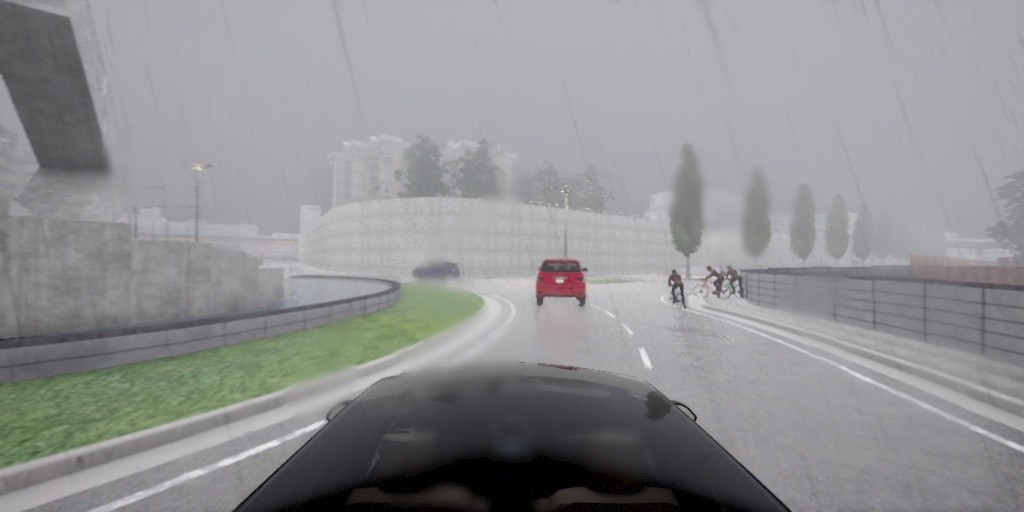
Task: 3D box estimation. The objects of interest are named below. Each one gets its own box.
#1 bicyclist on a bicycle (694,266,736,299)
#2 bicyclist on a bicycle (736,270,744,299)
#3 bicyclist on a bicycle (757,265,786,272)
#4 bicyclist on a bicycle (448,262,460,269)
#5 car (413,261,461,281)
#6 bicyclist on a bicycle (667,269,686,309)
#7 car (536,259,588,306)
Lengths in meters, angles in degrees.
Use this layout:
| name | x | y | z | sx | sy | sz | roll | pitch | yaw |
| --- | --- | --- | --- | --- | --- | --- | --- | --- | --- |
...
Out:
| name | x | y | z | sx | sy | sz | roll | pitch | yaw |
| --- | --- | --- | --- | --- | --- | --- | --- | --- | --- |
| bicyclist on a bicycle | 9.828 | 1.299 | 17.575 | 1.656 | 1.620 | 0.582 | 0 | -1 | 23 |
| bicyclist on a bicycle | 11.194 | 1.320 | 18.217 | 0.582 | 1.620 | 1.656 | 1 | -1 | -4 |
| bicyclist on a bicycle | 13.270 | 1.109 | 18.473 | 0.582 | 1.656 | 1.620 | 28 | -17 | -10 |
| bicyclist on a bicycle | -5.813 | 1.489 | 37.215 | 0.582 | 1.620 | 1.656 | 10 | 9 | 26 |
| car | -7.142 | 1.372 | 33.938 | 4.553 | 1.767 | 2.097 | 0 | -1 | 29 |
| bicyclist on a bicycle | 6.937 | 1.401 | 15.236 | 0.582 | 1.620 | 1.656 | 0 | -1 | 6 |
| car | 2.420 | 1.151 | 17.230 | 2.150 | 2.045 | 5.566 | 0 | -1 | 10 |
